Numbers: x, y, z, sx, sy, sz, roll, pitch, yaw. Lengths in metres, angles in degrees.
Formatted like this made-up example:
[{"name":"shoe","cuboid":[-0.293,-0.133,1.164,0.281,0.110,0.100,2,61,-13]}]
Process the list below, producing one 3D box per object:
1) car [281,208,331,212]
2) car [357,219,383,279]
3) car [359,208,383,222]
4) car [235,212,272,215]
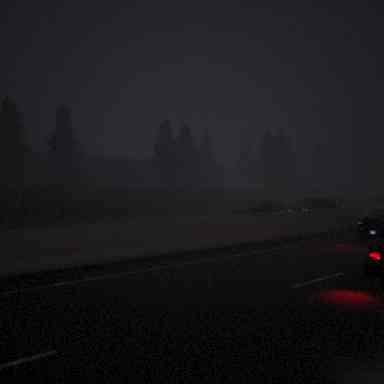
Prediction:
[{"name":"car","cuboid":[8.134,1.167,22.727,4.553,1.767,2.097,-1,0,-36]},{"name":"car","cuboid":[6.432,1.454,8.352,5.357,1.411,2.033,-1,0,-35]},{"name":"car","cuboid":[9.028,1.378,14.491,4.674,1.442,1.812,-1,0,-35]},{"name":"car","cuboid":[5.078,1.304,24.823,5.008,1.535,1.882,-1,0,-36]}]
